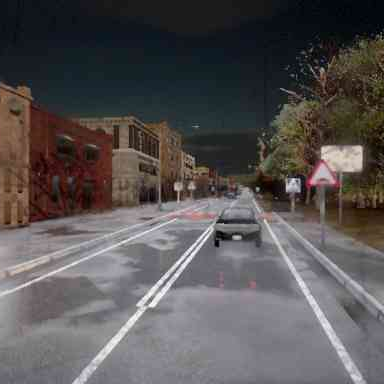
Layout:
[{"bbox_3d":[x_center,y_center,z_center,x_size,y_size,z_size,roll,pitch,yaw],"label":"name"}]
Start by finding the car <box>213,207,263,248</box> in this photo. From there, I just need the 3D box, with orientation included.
[{"bbox_3d":[1.992,1.385,14.234,2.128,1.511,4.902,0,1,9],"label":"car"}]

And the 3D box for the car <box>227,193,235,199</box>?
[{"bbox_3d":[9.088,0.847,76.999,1.812,1.442,4.674,0,0,10],"label":"car"}]
